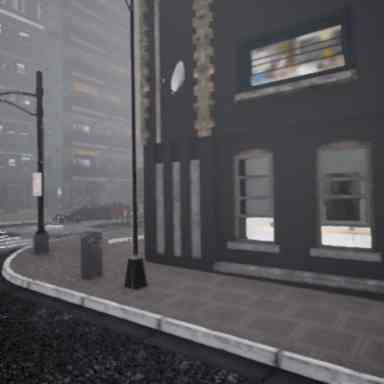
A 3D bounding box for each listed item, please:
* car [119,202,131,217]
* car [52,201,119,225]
[{"bbox_3d":[-7.241,1.481,28.661,1.887,1.381,4.507,-1,0,36],"label":"car"},{"bbox_3d":[-7.644,1.481,23.566,1.994,1.385,4.181,-1,0,36],"label":"car"}]
